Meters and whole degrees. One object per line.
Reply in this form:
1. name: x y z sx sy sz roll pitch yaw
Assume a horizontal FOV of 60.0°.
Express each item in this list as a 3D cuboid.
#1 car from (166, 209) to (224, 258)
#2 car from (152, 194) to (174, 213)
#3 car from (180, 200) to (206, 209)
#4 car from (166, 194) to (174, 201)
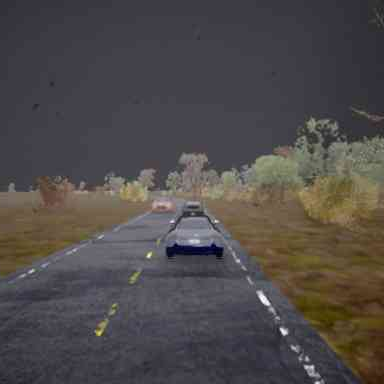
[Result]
1. car: 0.089 1.547 12.657 1.994 1.385 4.181 0 0 0
2. car: -3.158 1.303 36.335 2.097 1.767 4.553 0 0 -1
3. car: 0.083 1.467 28.594 1.837 1.490 4.892 0 0 0
4. car: -5.156 1.202 77.663 1.812 1.442 4.674 0 0 -5
